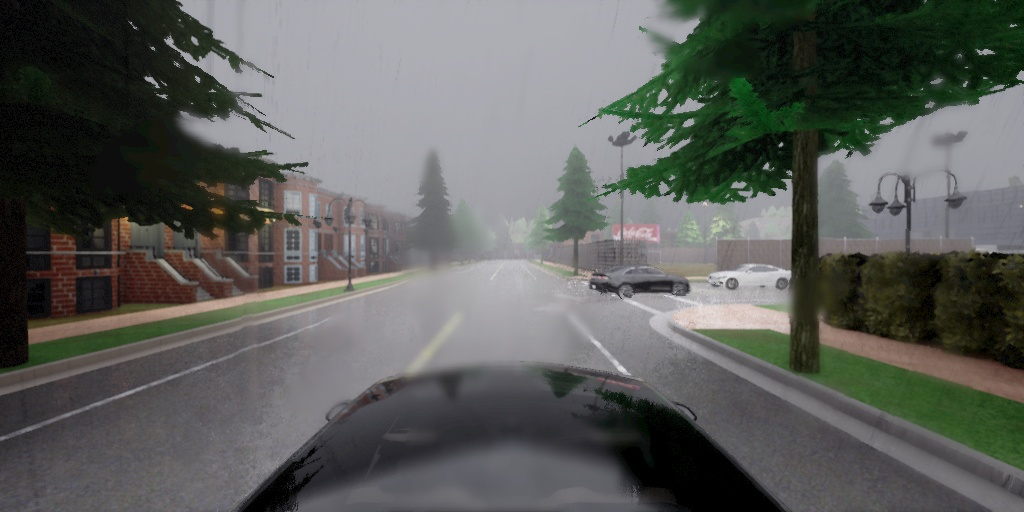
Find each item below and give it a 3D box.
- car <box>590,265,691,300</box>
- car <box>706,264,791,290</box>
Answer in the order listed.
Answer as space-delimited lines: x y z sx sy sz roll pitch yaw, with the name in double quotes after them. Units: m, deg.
6.095 1.185 16.995 4.902 1.511 2.128 0 0 -16 "car"
14.070 1.199 21.229 4.674 1.442 1.812 0 0 0 "car"
